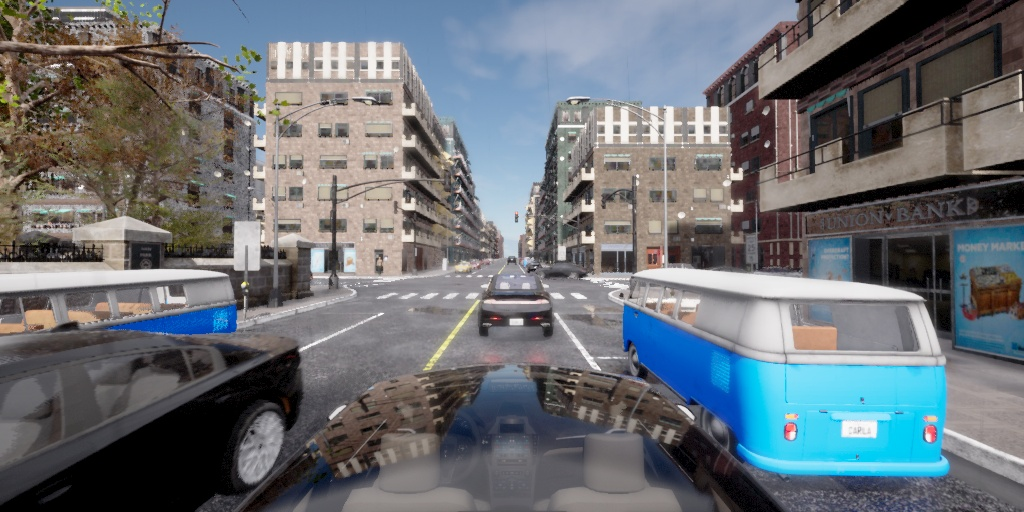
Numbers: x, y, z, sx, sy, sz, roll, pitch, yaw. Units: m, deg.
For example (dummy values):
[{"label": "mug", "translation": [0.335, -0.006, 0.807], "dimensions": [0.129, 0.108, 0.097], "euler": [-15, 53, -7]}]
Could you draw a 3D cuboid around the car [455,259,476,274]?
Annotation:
[{"label": "car", "translation": [-5.698, 1.291, 42.378], "dimensions": [1.751, 1.417, 4.829], "euler": [0, 0, 0]}]

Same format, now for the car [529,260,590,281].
[{"label": "car", "translation": [4.184, 1.308, 30.055], "dimensions": [4.674, 1.442, 1.812], "euler": [1, 0, 27]}]

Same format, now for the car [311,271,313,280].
[{"label": "car", "translation": [-16.592, 1.000, 25.296], "dimensions": [4.553, 1.767, 2.097], "euler": [0, -1, 1]}]

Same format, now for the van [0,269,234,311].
[{"label": "van", "translation": [-5.657, 1.092, 4.603], "dimensions": [1.690, 1.789, 3.998], "euler": [0, 0, 0]}]

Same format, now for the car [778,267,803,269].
[{"label": "car", "translation": [20.100, 1.510, 28.066], "dimensions": [4.718, 1.301, 1.895], "euler": [0, -1, 1]}]

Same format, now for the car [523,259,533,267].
[{"label": "car", "translation": [2.683, 1.331, 42.550], "dimensions": [1.948, 1.339, 4.313], "euler": [0, 0, 0]}]

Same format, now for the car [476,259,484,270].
[{"label": "car", "translation": [-5.701, 1.210, 53.833], "dimensions": [1.967, 1.591, 4.097], "euler": [0, 0, 0]}]

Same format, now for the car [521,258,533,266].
[{"label": "car", "translation": [2.681, 1.318, 48.193], "dimensions": [2.007, 1.370, 4.403], "euler": [0, 0, 0]}]

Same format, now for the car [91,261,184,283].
[{"label": "car", "translation": [-26.418, 1.120, 25.409], "dimensions": [4.674, 1.442, 1.812], "euler": [0, -1, 1]}]

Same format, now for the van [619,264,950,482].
[{"label": "van", "translation": [2.658, 1.092, 4.603], "dimensions": [1.690, 1.789, 3.998], "euler": [0, 0, 0]}]

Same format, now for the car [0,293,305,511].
[{"label": "car", "translation": [-3.103, 1.227, 1.676], "dimensions": [1.882, 1.535, 5.008], "euler": [0, 0, 0]}]

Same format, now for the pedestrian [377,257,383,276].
[{"label": "pedestrian", "translation": [-12.546, 0.969, 33.989], "dimensions": [0.375, 1.860, 0.375], "euler": [0, -1, 1]}]

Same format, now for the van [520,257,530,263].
[{"label": "van", "translation": [2.679, 1.114, 59.477], "dimensions": [1.690, 1.789, 3.998], "euler": [0, 0, 0]}]

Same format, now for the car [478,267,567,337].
[{"label": "car", "translation": [0.098, 1.244, 10.332], "dimensions": [2.128, 1.511, 4.902], "euler": [0, 0, 0]}]

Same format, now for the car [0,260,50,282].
[{"label": "car", "translation": [-36.517, 1.045, 25.534], "dimensions": [4.892, 1.490, 1.837], "euler": [0, -1, 1]}]
